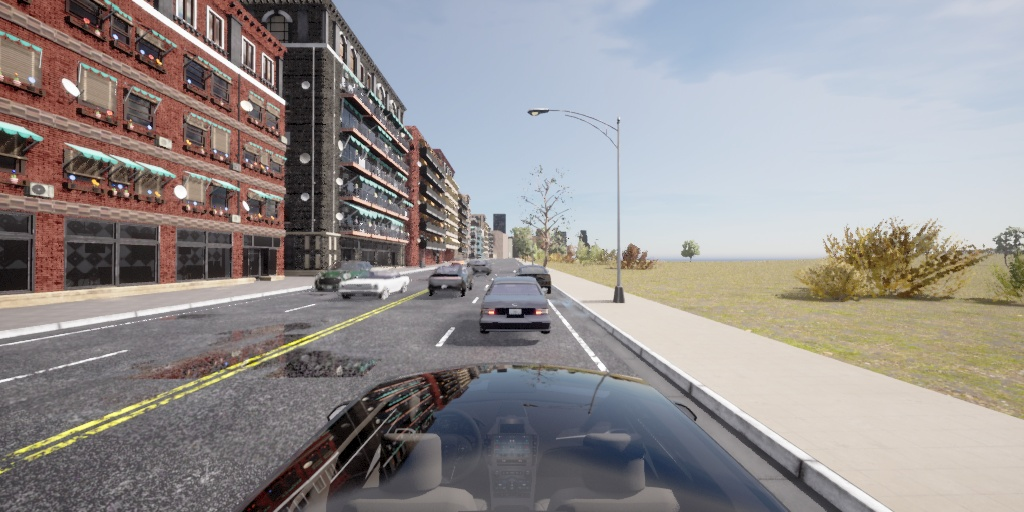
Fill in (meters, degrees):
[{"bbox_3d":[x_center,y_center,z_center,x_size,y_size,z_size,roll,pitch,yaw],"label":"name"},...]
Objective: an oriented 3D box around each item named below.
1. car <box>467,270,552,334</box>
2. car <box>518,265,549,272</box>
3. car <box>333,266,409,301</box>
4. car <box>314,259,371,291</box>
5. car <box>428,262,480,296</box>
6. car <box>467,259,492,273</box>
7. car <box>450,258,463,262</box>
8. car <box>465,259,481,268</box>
[{"bbox_3d":[0.091,1.300,10.606,2.033,1.411,5.357,0,0,0],"label":"car"},{"bbox_3d":[1.113,1.232,20.369,1.882,1.535,5.008,0,0,0],"label":"car"},{"bbox_3d":[-6.620,1.354,17.683,1.895,1.301,4.718,0,0,0],"label":"car"},{"bbox_3d":[-9.877,1.106,21.652,2.097,1.767,4.553,0,0,0],"label":"car"},{"bbox_3d":[-3.174,1.244,19.247,2.128,1.511,4.902,0,0,0],"label":"car"},{"bbox_3d":[-3.198,1.248,38.413,2.128,1.511,4.902,0,0,0],"label":"car"},{"bbox_3d":[-9.885,1.107,63.991,2.097,1.767,4.553,0,0,0],"label":"car"},{"bbox_3d":[-6.649,1.248,61.498,2.128,1.511,4.902,0,0,0],"label":"car"}]
